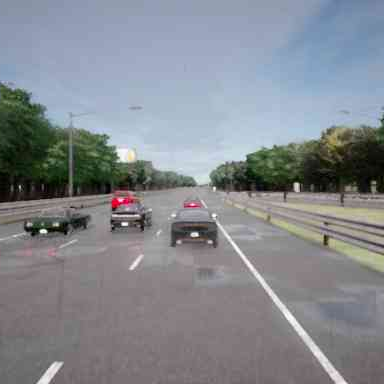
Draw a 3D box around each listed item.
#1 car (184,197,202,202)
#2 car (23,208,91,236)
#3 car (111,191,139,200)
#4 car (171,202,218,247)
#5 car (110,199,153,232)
[{"bbox_3d":[0.090,1.224,36.144,1.994,1.385,4.181,0,1,0],"label":"car"},{"bbox_3d":[-6.905,1.518,17.689,1.895,1.301,4.718,0,1,0],"label":"car"},{"bbox_3d":[-6.910,0.904,34.820,2.150,2.045,5.566,0,1,0],"label":"car"},{"bbox_3d":[0.095,1.420,14.868,1.882,1.535,5.008,0,0,0],"label":"car"},{"bbox_3d":[-3.406,1.393,19.301,2.128,1.511,4.902,0,1,0],"label":"car"}]
